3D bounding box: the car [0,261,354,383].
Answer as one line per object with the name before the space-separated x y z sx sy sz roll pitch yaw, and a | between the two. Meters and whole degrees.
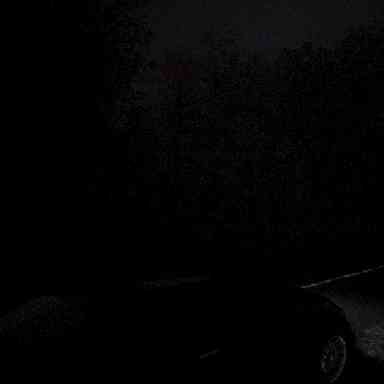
car | -0.145 1.534 3.645 4.674 1.442 1.812 0 0 -36
